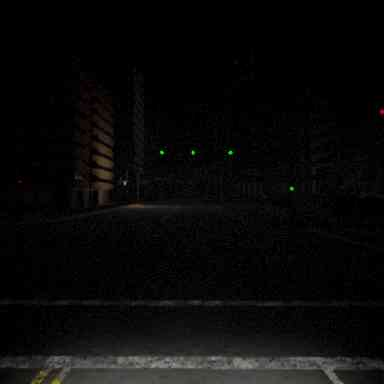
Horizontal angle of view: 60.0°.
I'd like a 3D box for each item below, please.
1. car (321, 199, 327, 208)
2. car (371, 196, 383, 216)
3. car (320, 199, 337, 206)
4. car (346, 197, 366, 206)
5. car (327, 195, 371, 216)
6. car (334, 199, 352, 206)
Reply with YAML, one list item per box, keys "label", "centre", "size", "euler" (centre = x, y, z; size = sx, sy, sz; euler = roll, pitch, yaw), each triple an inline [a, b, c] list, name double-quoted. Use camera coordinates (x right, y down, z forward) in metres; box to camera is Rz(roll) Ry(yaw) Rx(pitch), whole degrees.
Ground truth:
- label: "car"
  centre: [22.170, 1.962, 52.858]
  size: [1.970, 1.475, 3.806]
  euler: [0, -1, 0]
- label: "car"
  centre: [19.523, 1.536, 35.386]
  size: [1.905, 1.878, 3.866]
  euler: [0, -1, 0]
- label: "car"
  centre: [27.887, 2.123, 67.978]
  size: [1.970, 1.475, 3.806]
  euler: [0, -1, 0]
- label: "car"
  centre: [33.466, 1.882, 68.049]
  size: [1.932, 1.855, 4.605]
  euler: [0, -1, 0]
- label: "car"
  centre: [16.628, 1.534, 35.430]
  size: [1.932, 1.855, 4.605]
  euler: [0, -1, 0]
- label: "car"
  centre: [30.782, 2.092, 67.988]
  size: [1.784, 1.438, 3.905]
  euler: [0, -1, 0]
